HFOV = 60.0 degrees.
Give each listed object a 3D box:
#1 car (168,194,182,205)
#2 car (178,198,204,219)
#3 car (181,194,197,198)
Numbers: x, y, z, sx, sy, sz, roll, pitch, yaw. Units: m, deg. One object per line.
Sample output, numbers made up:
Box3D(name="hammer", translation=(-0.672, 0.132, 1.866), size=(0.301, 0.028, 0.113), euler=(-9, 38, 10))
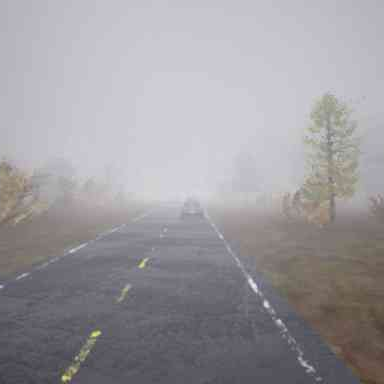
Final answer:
Box3D(name="car", translation=(-3.186, 1.488, 59.313), size=(2.033, 1.411, 5.357), euler=(0, 0, 1))
Box3D(name="car", translation=(0.023, 1.535, 29.093), size=(1.994, 1.385, 4.181), euler=(0, 0, 0))
Box3D(name="car", translation=(-0.017, 1.306, 44.445), size=(2.097, 1.767, 4.553), euler=(0, 0, 0))
